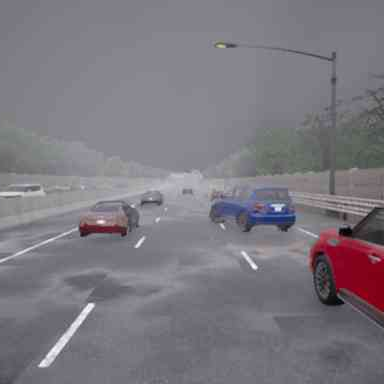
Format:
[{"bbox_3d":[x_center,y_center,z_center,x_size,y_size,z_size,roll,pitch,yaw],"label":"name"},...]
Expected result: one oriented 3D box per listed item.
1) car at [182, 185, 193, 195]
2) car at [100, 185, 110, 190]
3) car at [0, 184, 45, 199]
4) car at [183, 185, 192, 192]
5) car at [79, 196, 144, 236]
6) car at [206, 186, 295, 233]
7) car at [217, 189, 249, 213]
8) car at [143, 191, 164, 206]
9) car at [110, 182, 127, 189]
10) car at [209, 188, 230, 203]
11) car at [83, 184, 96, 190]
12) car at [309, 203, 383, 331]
[{"bbox_3d":[-0.751,-0.329,58.636,1.882,1.535,5.008,0,2,-1],"label":"car"},{"bbox_3d":[-18.426,-0.916,71.560,1.882,1.535,5.008,0,2,-1],"label":"car"},{"bbox_3d":[-14.460,0.333,28.118,2.150,2.045,5.566,0,2,-1],"label":"car"},{"bbox_3d":[-1.003,-0.826,77.608,2.033,1.411,5.357,0,2,-1],"label":"car"},{"bbox_3d":[-3.594,1.083,15.047,1.994,1.385,4.181,0,2,-1],"label":"car"},{"bbox_3d":[2.769,0.705,16.216,2.150,2.045,5.566,0,2,-16],"label":"car"},{"bbox_3d":[3.159,0.618,26.467,1.801,1.575,5.366,0,2,-1],"label":"car"},{"bbox_3d":[-3.820,0.538,32.547,1.994,1.385,4.181,0,2,-1],"label":"car"},{"bbox_3d":[-14.899,-0.998,69.491,2.150,2.045,5.566,0,2,-1],"label":"car"},{"bbox_3d":[3.019,0.333,37.276,1.837,1.490,4.892,0,2,-1],"label":"car"},{"bbox_3d":[-21.926,-0.892,71.516,1.837,1.490,4.892,0,2,-1],"label":"car"},{"bbox_3d":[3.445,1.079,4.309,2.150,2.045,5.566,0,2,-1],"label":"car"}]
